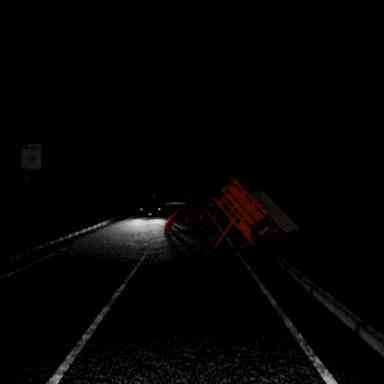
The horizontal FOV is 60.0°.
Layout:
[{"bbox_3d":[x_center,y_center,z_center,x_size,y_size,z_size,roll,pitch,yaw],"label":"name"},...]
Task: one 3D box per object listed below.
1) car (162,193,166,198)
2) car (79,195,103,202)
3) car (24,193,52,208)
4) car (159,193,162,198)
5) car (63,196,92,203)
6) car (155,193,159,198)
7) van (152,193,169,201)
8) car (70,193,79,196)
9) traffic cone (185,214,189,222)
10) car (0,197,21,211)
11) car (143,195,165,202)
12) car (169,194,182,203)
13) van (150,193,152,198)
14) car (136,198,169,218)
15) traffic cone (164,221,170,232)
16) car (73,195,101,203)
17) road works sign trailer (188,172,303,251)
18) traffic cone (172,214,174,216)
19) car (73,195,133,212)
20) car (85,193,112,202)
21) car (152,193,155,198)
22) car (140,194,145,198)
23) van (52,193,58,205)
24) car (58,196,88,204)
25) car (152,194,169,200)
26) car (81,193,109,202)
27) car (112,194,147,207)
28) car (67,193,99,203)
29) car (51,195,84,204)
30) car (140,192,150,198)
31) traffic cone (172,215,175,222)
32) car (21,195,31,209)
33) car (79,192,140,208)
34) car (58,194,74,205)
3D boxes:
[{"bbox_3d":[-8.820,1.447,72.526,5.008,1.535,2.097,0,0,0],"label":"car"},{"bbox_3d":[-21.902,1.486,72.185,4.674,1.452,2.002,0,0,0],"label":"car"},{"bbox_3d":[-21.863,1.186,44.462,4.553,1.767,2.185,0,0,0],"label":"car"},{"bbox_3d":[-8.846,1.133,61.315,5.566,2.045,2.435,0,0,0],"label":"car"},{"bbox_3d":[-21.928,1.427,63.955,4.792,1.488,2.163,0,0,0],"label":"car"},{"bbox_3d":[-8.811,1.372,58.510,5.008,1.535,2.097,0,0,0],"label":"car"},{"bbox_3d":[-8.722,1.373,92.147,4.442,1.987,1.878,0,0,0],"label":"van"},{"bbox_3d":[-21.708,1.356,55.599,5.366,1.575,1.946,0,0,0],"label":"car"},{"bbox_3d":[-0.363,1.827,23.820,0.340,0.580,0.340,0,0,0],"label":"traffic cone"},{"bbox_3d":[-21.906,1.297,36.106,5.008,1.535,2.097,0,0,0],"label":"car"},{"bbox_3d":[-8.858,1.519,78.129,4.792,1.488,2.163,0,0,0],"label":"car"},{"bbox_3d":[-3.203,1.511,69.533,1.994,1.385,4.181,0,0,0],"label":"car"},{"bbox_3d":[-8.697,1.108,50.100,4.442,1.987,1.878,0,0,0],"label":"van"},{"bbox_3d":[-3.330,1.445,28.791,1.895,1.301,4.718,0,0,0],"label":"car"},{"bbox_3d":[-1.367,1.859,17.820,0.340,0.580,0.340,0,0,0],"label":"traffic cone"},{"bbox_3d":[-21.898,1.430,69.525,5.008,1.535,2.097,0,0,0],"label":"car"},{"bbox_3d":[2.375,0.998,12.671,3.560,2.880,2.380,-5,45,-44],"label":"road works sign trailer"},{"bbox_3d":[-1.365,1.837,21.820,0.340,0.580,0.340,0,0,0],"label":"traffic cone"},{"bbox_3d":[-8.819,1.300,33.284,4.892,1.521,2.231,0,0,0],"label":"car"},{"bbox_3d":[-21.880,1.237,77.757,5.566,2.045,2.435,0,0,0],"label":"car"},{"bbox_3d":[-8.807,1.347,52.904,4.892,1.521,2.231,0,0,0],"label":"car"},{"bbox_3d":[-8.822,1.303,41.689,4.892,1.521,2.231,0,0,0],"label":"car"},{"bbox_3d":[-22.009,1.095,47.243,4.442,1.987,1.878,0,0,0],"label":"van"},{"bbox_3d":[-21.868,1.415,61.170,4.792,1.488,2.163,0,0,0],"label":"car"},{"bbox_3d":[-8.872,1.495,94.949,4.553,1.767,2.185,0,0,0],"label":"car"},{"bbox_3d":[-21.878,1.216,75.095,5.566,2.045,2.435,0,0,0],"label":"car"},{"bbox_3d":[-8.781,1.195,47.296,4.553,1.767,2.185,0,0,0],"label":"car"},{"bbox_3d":[-21.873,1.161,66.740,5.566,2.045,2.435,0,0,0],"label":"car"},{"bbox_3d":[-21.890,1.372,58.385,5.008,1.535,2.097,0,0,0],"label":"car"},{"bbox_3d":[-8.842,1.060,44.496,5.566,2.045,2.435,0,0,0],"label":"car"},{"bbox_3d":[-1.366,1.848,19.820,0.340,0.580,0.340,0,0,0],"label":"traffic cone"},{"bbox_3d":[-21.900,1.339,38.893,4.674,1.452,2.002,0,0,0],"label":"car"},{"bbox_3d":[-8.850,1.046,36.085,5.566,2.045,2.435,0,0,0],"label":"car"},{"bbox_3d":[-21.891,1.387,52.814,4.674,1.452,2.002,0,0,0],"label":"car"}]
